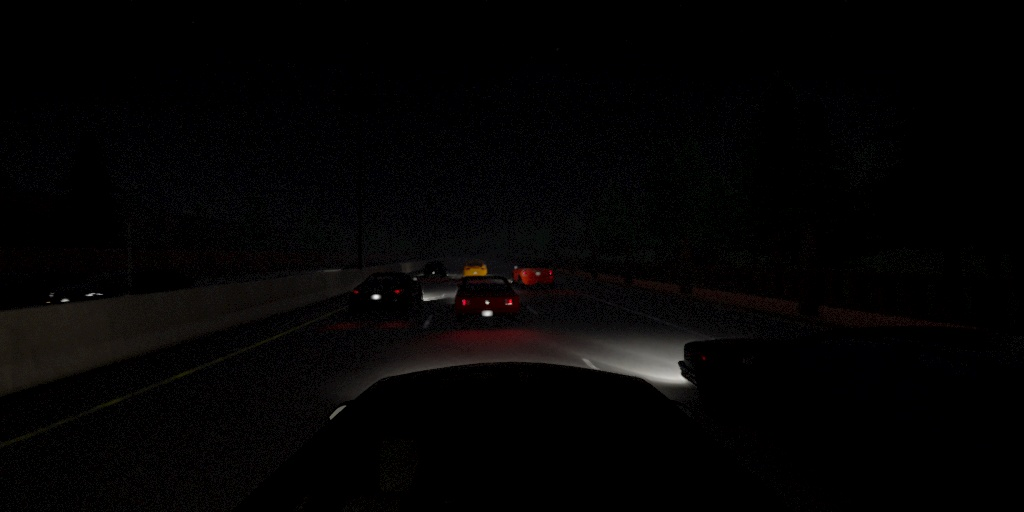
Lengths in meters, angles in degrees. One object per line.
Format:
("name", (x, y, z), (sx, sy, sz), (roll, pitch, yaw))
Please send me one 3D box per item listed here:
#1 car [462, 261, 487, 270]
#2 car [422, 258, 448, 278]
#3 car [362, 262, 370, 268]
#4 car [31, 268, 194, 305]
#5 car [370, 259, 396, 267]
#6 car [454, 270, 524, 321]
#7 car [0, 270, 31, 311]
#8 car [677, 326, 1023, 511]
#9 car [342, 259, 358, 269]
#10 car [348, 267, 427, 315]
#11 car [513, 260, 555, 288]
("car", (-3.139, 1.167, 30.147), (1.882, 1.535, 5.008), (0, 0, -7))
("car", (-7.081, 1.198, 33.403), (1.837, 1.490, 4.892), (0, 0, -7))
("car", (-20.491, 1.227, 54.358), (2.033, 1.411, 5.357), (0, 0, -7))
("car", (-15.466, 1.267, 14.584), (1.837, 1.490, 4.892), (0, 0, -7))
("car", (-15.792, 1.167, 44.925), (1.882, 1.535, 5.008), (0, 0, -7))
("car", (-0.937, 1.328, 12.331), (1.895, 1.301, 4.718), (0, 0, -6))
("car", (-18.924, 1.265, 14.019), (2.128, 1.511, 4.902), (0, 0, -7))
("car", (3.404, 1.285, 2.720), (2.033, 1.411, 5.357), (0, 0, -3))
("car", (-23.967, 1.168, 53.887), (1.882, 1.535, 5.008), (0, 0, -7))
("car", (-4.633, 1.298, 13.633), (1.994, 1.385, 4.181), (0, 0, -6))
("car", (1.269, 1.046, 23.132), (2.097, 1.767, 4.553), (0, 0, -7))
